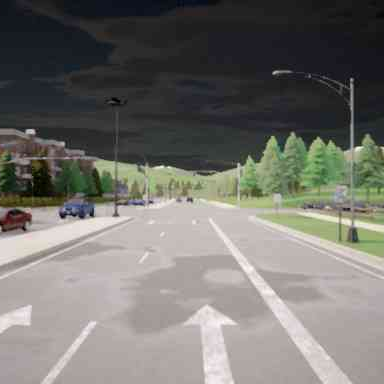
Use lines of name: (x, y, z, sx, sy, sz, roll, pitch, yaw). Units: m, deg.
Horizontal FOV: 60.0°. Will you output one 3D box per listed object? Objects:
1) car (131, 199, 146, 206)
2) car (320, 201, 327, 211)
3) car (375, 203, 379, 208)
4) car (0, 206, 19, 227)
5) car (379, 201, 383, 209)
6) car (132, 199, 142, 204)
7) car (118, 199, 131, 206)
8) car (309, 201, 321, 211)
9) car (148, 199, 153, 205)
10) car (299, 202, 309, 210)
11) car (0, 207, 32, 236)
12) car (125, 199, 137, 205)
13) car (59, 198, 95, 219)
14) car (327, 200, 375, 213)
car: (-11.695, 2.392, 74.371, 1.882, 1.535, 5.008, 0, -1, -1)
car: (21.062, 2.175, 46.699, 4.718, 1.301, 1.895, 0, -1, 0)
car: (31.505, 2.153, 53.754, 4.902, 1.511, 2.128, 0, -1, 0)
car: (-15.089, 1.834, 24.967, 1.812, 1.442, 4.674, 0, -1, 0)
car: (31.339, 2.182, 50.263, 4.181, 1.385, 1.994, 0, -1, 0)
car: (-15.497, 2.632, 93.862, 1.882, 1.535, 5.008, 0, -1, -1)
car: (-15.192, 2.390, 74.132, 1.882, 1.535, 5.008, 0, -1, -1)
car: (20.883, 2.109, 50.197, 4.902, 1.511, 2.128, 0, -1, 0)
car: (-11.845, 2.574, 84.072, 2.033, 1.411, 5.357, 0, -1, -1)
car: (19.784, 2.152, 53.688, 4.902, 1.511, 2.128, 0, -1, 0)
car: (-11.560, 1.726, 20.049, 1.882, 1.535, 5.008, 0, -1, 0)
car: (-15.338, 2.553, 83.607, 2.128, 1.511, 4.902, 0, -1, -1)
car: (-11.604, 1.641, 33.997, 2.150, 2.045, 5.566, 0, -1, 0)
car: (20.542, 1.882, 43.199, 4.553, 1.767, 2.097, 0, -1, 0)
